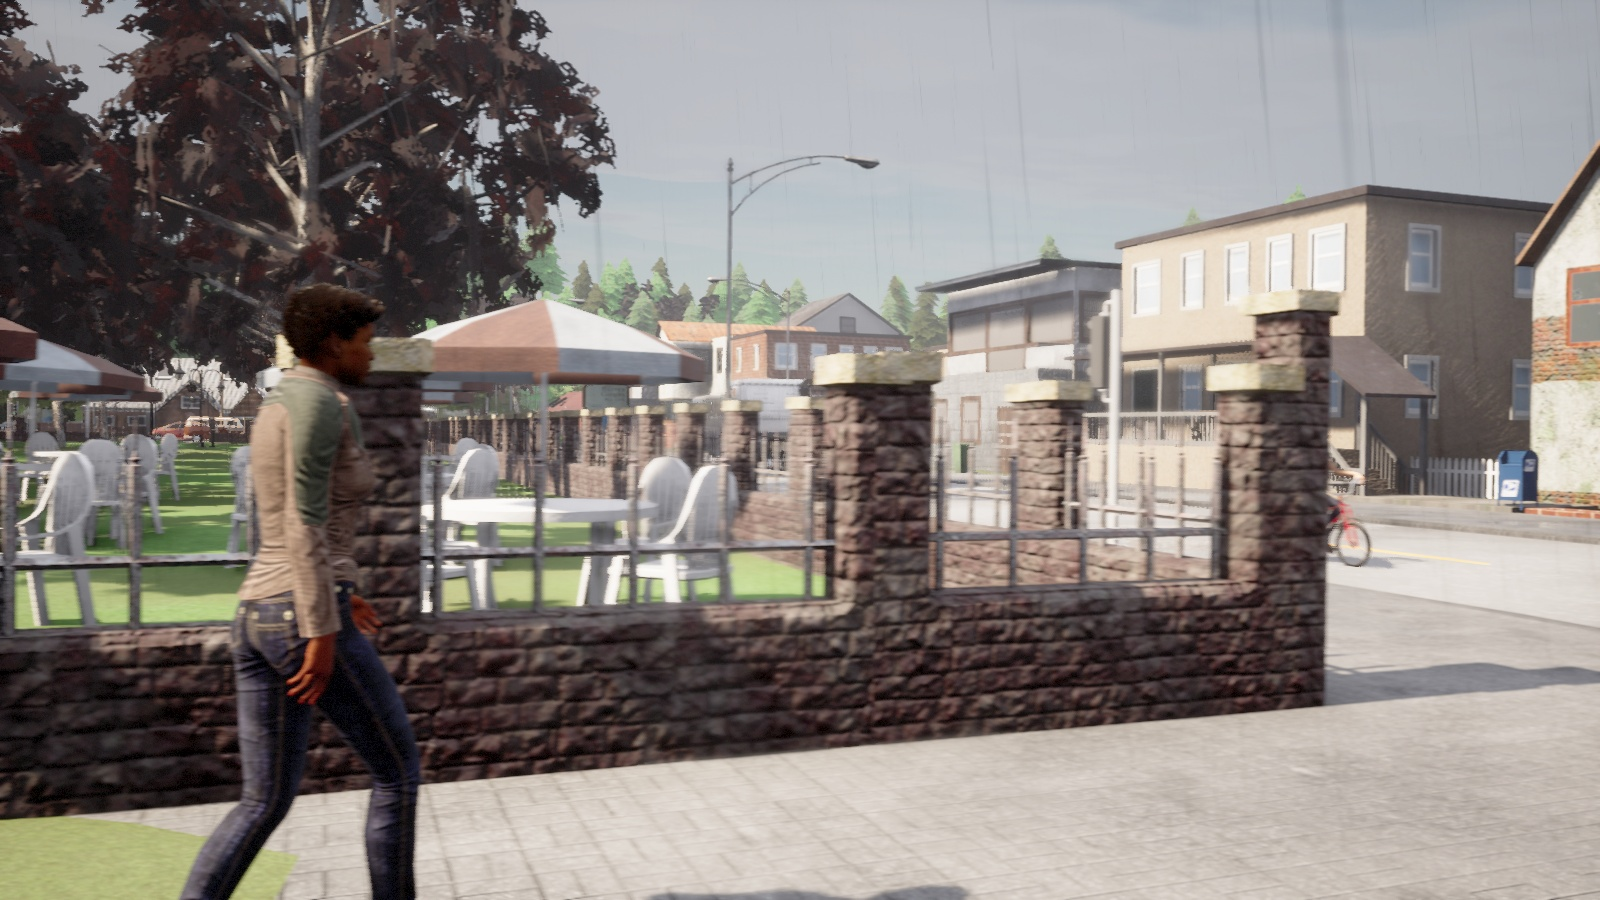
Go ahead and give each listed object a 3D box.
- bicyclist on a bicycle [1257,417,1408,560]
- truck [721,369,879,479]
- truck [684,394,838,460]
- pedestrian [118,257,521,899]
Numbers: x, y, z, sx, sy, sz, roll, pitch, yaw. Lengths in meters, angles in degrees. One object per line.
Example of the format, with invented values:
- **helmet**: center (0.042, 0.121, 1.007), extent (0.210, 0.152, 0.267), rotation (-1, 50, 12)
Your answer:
- **bicyclist on a bicycle**: center (6.361, 0.420, 15.078), extent (0.866, 1.612, 1.509), rotation (-1, 1, -21)
- **truck**: center (-0.207, -0.892, 43.642), extent (2.891, 3.462, 7.936), rotation (-1, 1, -20)
- **truck**: center (-2.158, -1.284, 69.031), extent (7.936, 3.462, 2.891), rotation (-1, 1, -18)
- **pedestrian**: center (-1.189, 0.469, 3.181), extent (0.869, 1.805, 0.328), rotation (-1, 1, -40)
